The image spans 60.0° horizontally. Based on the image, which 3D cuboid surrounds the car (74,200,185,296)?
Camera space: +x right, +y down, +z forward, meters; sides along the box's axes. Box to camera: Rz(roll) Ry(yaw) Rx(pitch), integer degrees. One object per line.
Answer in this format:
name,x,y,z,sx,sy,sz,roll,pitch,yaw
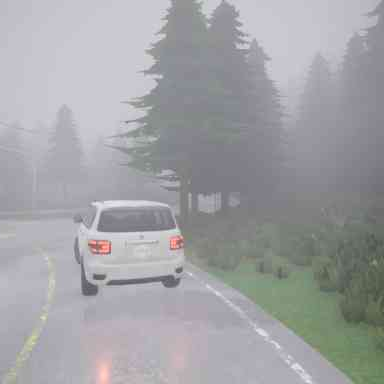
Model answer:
car,-1.917,1.221,9.031,2.150,2.045,5.566,0,0,-20
